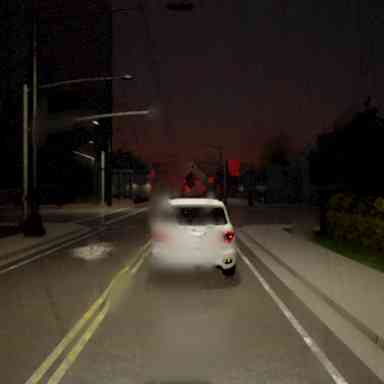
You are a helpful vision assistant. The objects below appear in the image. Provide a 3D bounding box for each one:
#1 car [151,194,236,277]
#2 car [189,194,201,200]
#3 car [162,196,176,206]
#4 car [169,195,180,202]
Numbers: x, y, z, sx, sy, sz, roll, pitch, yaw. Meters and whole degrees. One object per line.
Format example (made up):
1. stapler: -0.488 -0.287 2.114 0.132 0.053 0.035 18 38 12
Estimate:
1. car: 0.057 1.196 10.332 2.150 2.045 5.566 0 1 0
2. car: 0.735 1.237 82.094 1.882 1.535 5.008 0 0 12
3. car: -3.586 1.380 52.406 1.812 1.442 4.674 0 0 0
4. car: -3.512 1.336 68.250 2.033 1.411 5.357 0 0 0
